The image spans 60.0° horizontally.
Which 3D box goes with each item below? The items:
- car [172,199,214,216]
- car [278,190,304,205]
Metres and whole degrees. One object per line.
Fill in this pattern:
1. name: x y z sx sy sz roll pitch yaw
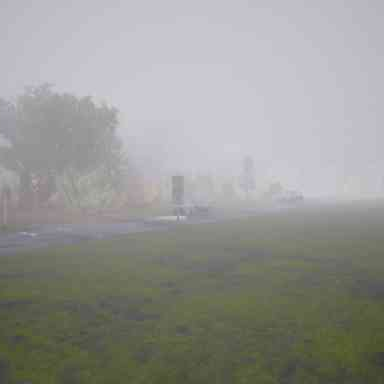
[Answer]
1. car: 0.114 1.272 28.843 1.994 1.385 4.181 1 1 37
2. car: 14.297 0.722 47.717 2.150 2.045 5.566 1 0 37
